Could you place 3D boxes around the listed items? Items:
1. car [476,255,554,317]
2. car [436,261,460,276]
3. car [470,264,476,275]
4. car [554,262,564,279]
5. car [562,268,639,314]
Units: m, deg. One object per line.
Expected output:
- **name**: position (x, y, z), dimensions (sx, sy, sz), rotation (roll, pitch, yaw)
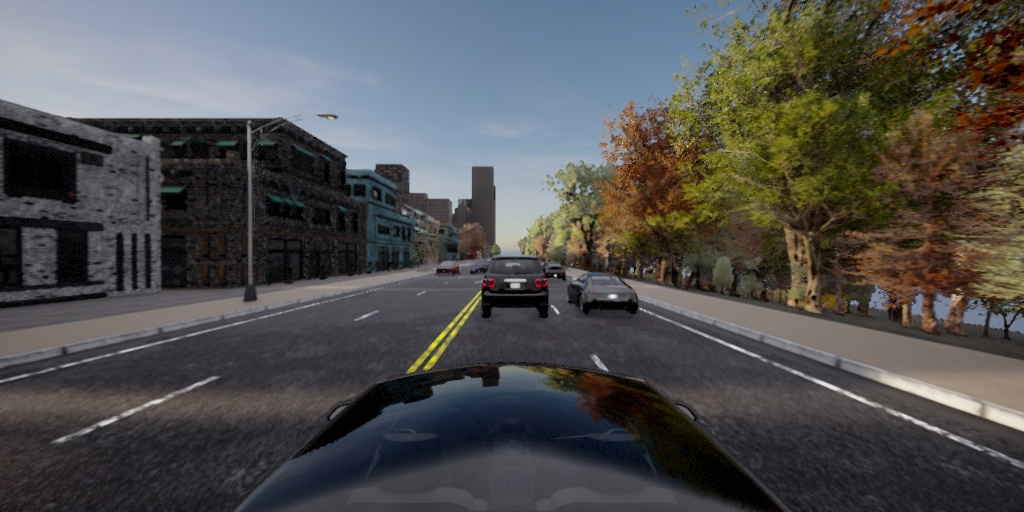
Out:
- **car**: position (0.097, 0.976, 13.306), dimensions (2.150, 2.045, 5.566), rotation (0, 0, 0)
- **car**: position (-6.602, 1.243, 37.355), dimensions (1.882, 1.535, 5.008), rotation (0, 0, 0)
- **car**: position (-3.352, 1.330, 38.304), dimensions (1.994, 1.385, 4.181), rotation (0, 0, 0)
- **car**: position (3.343, 1.267, 30.059), dimensions (1.837, 1.490, 4.892), rotation (0, 0, 0)
- **car**: position (3.347, 1.319, 13.915), dimensions (1.994, 1.385, 4.181), rotation (0, 0, 0)
